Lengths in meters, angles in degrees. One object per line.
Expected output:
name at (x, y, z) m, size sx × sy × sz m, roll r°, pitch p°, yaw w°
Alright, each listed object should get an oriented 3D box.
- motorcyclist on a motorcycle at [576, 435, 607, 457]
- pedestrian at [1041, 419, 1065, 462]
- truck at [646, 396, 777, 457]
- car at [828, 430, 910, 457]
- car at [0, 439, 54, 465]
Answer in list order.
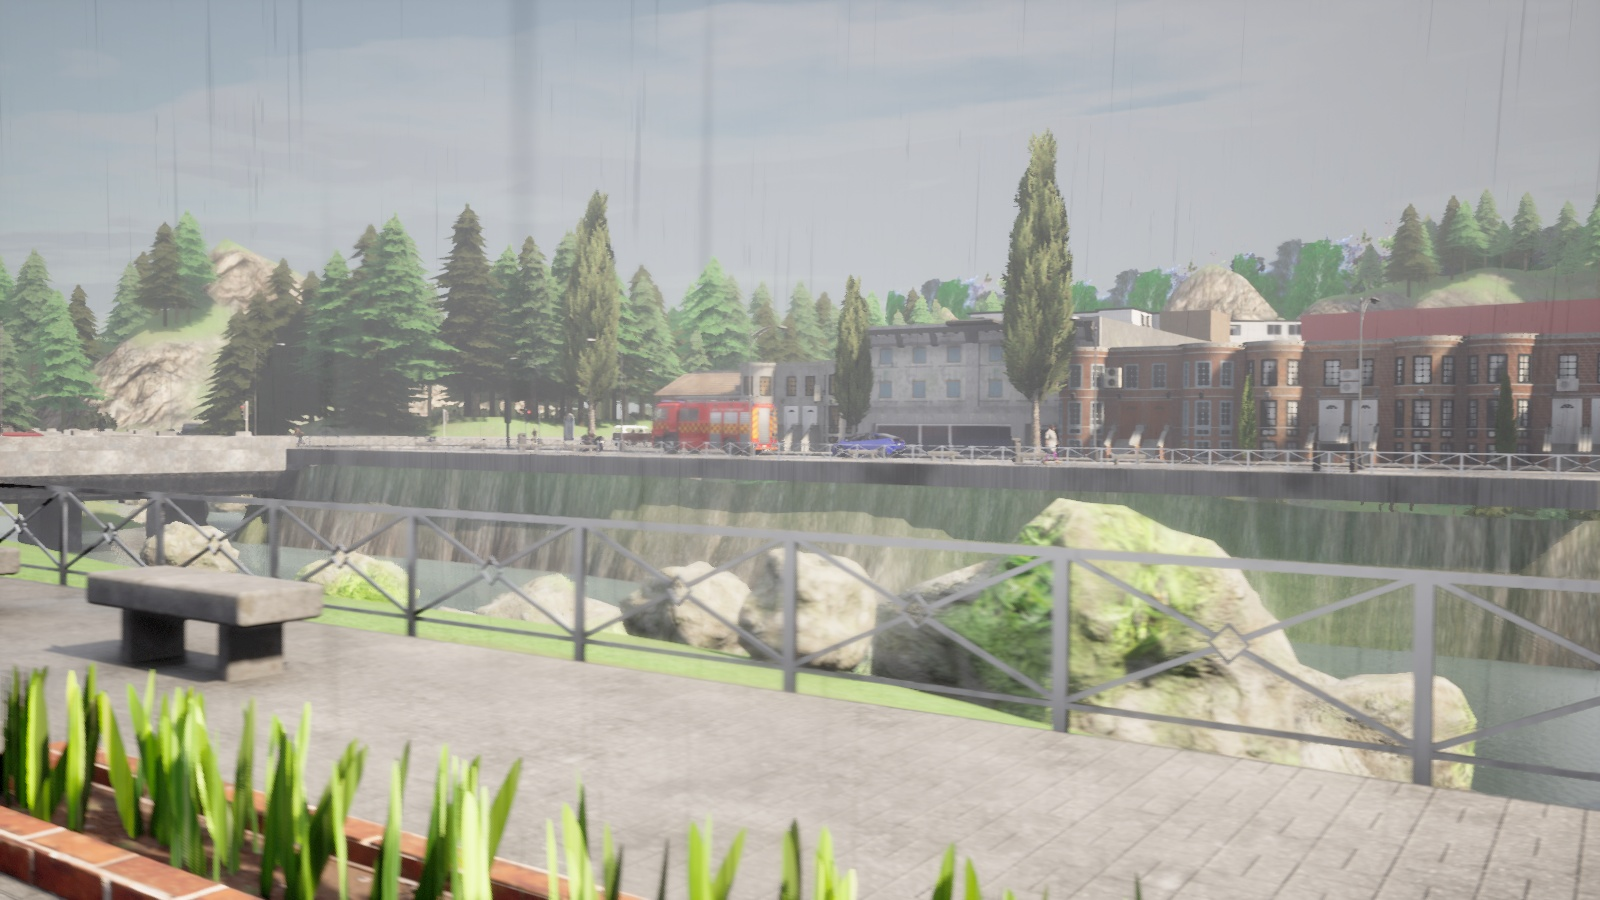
motorcyclist on a motorcycle at (-14.603, -0.301, 87.934) m, size 2.191 × 1.530 × 0.866 m, roll 0°, pitch 1°, yaw 34°
pedestrian at (11.522, -0.443, 57.137) m, size 0.873 × 1.952 × 0.659 m, roll 0°, pitch 1°, yaw 38°
truck at (-5.827, -1.501, 82.084) m, size 8.468 × 3.827 × 2.891 m, roll 0°, pitch 1°, yaw 34°
car at (4.113, -0.390, 75.507) m, size 4.514 × 1.525 × 2.007 m, roll 0°, pitch 1°, yaw 34°
car at (-47.370, 0.106, 75.711) m, size 1.789 × 1.549 × 3.705 m, roll 0°, pitch 1°, yaw 34°
